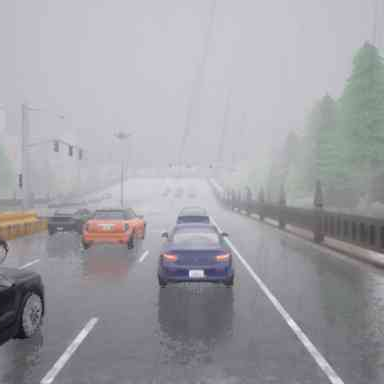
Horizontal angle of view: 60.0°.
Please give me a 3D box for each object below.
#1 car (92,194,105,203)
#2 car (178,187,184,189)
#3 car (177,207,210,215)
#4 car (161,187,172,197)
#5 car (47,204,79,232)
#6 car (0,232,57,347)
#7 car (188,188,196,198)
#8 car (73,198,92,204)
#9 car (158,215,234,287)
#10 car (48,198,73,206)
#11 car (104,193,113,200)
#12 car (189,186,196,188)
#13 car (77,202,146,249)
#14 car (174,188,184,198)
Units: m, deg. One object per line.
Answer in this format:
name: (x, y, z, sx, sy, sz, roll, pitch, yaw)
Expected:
car: (-21.054, 1.761, 71.988, 1.994, 1.385, 4.181, 0, 3, 0)
car: (-3.448, -0.719, 95.077, 2.097, 1.767, 4.553, 0, 7, 0)
car: (0.080, 1.653, 20.498, 1.882, 1.535, 5.008, 0, 0, 0)
car: (-6.983, 0.448, 87.556, 2.033, 1.411, 5.357, 0, 7, 0)
car: (-6.920, 1.675, 19.853, 1.837, 1.490, 4.892, 0, 0, 0)
car: (-3.405, 1.525, 3.744, 2.128, 1.511, 4.902, 0, 0, 0)
car: (0.006, 0.653, 85.079, 1.882, 1.535, 5.008, 0, 6, 0)
car: (-21.082, 2.036, 62.250, 2.033, 1.411, 5.357, 0, 0, 0)
car: (0.091, 1.607, 9.457, 1.812, 1.442, 4.674, 0, 0, 0)
car: (-21.124, 1.800, 52.867, 2.097, 1.767, 4.553, 0, 0, 0)
car: (-21.007, 0.998, 82.223, 2.128, 1.511, 4.902, 0, 5, 0)
car: (0.052, -0.855, 95.105, 2.150, 2.045, 5.566, 0, 7, 0)
car: (-3.414, 1.483, 15.426, 2.097, 1.767, 4.553, 0, -1, 0)
car: (-3.494, 0.676, 85.096, 1.837, 1.490, 4.892, 0, 6, 0)
